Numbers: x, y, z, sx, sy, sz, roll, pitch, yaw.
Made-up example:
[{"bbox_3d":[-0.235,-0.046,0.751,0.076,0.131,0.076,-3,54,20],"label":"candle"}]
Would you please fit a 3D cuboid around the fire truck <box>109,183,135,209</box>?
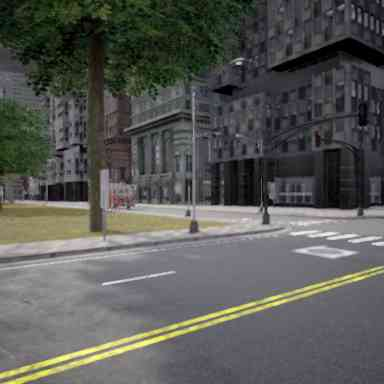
[{"bbox_3d":[-11.859,0.643,50.804,2.891,3.827,8.468,0,0,-35],"label":"fire truck"}]
